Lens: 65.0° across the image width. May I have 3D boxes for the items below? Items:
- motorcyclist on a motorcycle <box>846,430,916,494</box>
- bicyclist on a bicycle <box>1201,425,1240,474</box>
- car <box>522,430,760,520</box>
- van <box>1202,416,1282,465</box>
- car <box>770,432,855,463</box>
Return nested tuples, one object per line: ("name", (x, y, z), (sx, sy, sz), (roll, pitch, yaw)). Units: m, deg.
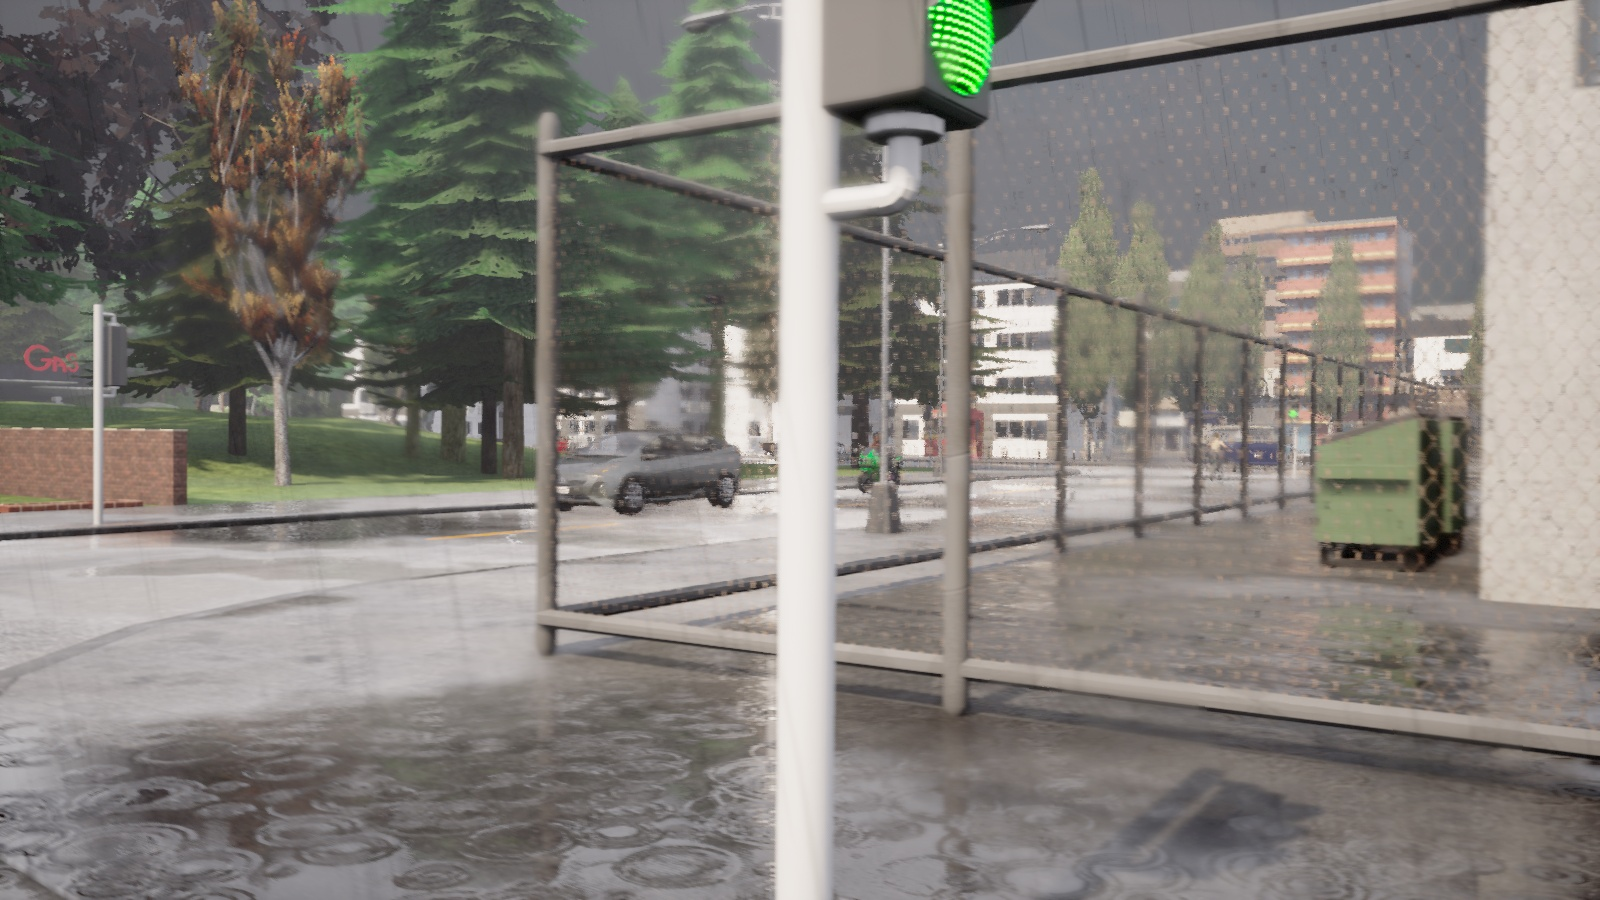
("motorcyclist on a motorcycle", (2.024, 0.286, 31.091), (0.797, 1.523, 2.044), (0, 1, 34))
("bicyclist on a bicycle", (14.074, -0.022, 42.026), (0.866, 1.612, 1.509), (0, 1, 34))
("car", (-2.870, 0.395, 23.732), (2.007, 1.525, 4.514), (0, 1, 33))
("van", (18.715, -0.401, 53.361), (1.775, 1.987, 4.442), (0, 1, -1))
("car", (0.611, -0.139, 63.258), (3.806, 1.475, 1.970), (0, 1, 34))
